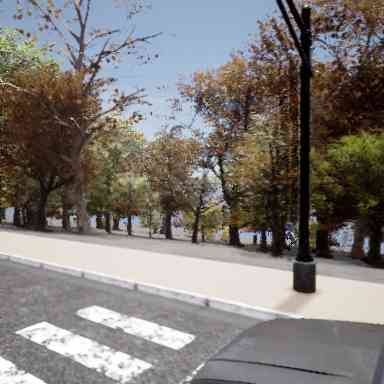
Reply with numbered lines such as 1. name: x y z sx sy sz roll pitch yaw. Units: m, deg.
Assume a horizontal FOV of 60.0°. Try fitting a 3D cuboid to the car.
1. car: 2.500 1.546 1.903 5.357 1.411 2.033 0 0 36
